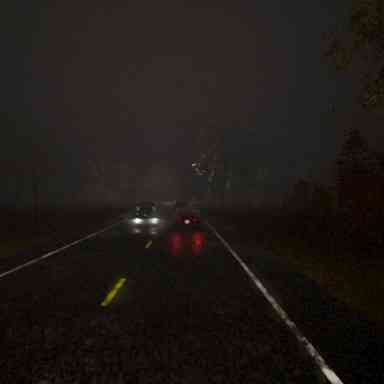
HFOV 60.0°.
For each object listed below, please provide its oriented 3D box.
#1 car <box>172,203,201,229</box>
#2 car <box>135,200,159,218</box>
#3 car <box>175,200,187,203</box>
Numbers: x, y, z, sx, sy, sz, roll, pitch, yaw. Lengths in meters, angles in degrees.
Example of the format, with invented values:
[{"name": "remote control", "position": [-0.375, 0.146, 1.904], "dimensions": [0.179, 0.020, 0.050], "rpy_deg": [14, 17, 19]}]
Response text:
[{"name": "car", "position": [-0.400, 1.717, 23.255], "dimensions": [1.812, 1.442, 4.674], "rpy_deg": [0, 0, -2]}, {"name": "car", "position": [-4.467, 1.616, 33.260], "dimensions": [2.097, 1.767, 4.553], "rpy_deg": [0, 0, -3]}, {"name": "car", "position": [-1.343, 1.814, 41.324], "dimensions": [1.837, 1.490, 4.892], "rpy_deg": [0, -1, -4]}]
